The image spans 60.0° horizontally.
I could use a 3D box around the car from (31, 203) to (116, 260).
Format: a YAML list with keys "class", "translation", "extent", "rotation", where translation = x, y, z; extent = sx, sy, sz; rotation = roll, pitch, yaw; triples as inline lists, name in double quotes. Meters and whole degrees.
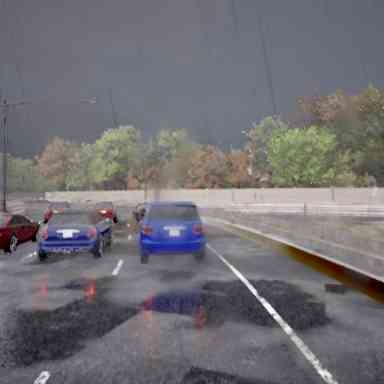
- class: "car"
  translation: [-4.463, 1.488, 13.367]
  extent: [2.097, 1.767, 4.553]
  rotation: [0, -1, -7]

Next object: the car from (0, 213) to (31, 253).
- class: "car"
  translation: [-8.115, 1.636, 14.313]
  extent: [1.882, 1.535, 5.008]
  rotation: [0, 0, -8]

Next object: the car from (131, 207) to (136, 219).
- class: "car"
  translation: [-4.240, 1.789, 29.671]
  extent: [1.837, 1.490, 4.892]
  rotation: [0, 0, -16]

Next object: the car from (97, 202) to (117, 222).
- class: "car"
  translation: [-7.620, 1.638, 28.767]
  extent: [2.097, 1.767, 4.553]
  rotation: [0, -1, -16]

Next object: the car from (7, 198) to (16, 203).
- class: "car"
  translation: [-46.177, 2.257, 81.912]
  extent: [4.892, 1.490, 1.837]
  rotation: [-1, -1, 37]

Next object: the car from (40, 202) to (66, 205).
- class: "car"
  translation: [-11.026, 1.643, 27.968]
  extent: [2.097, 1.767, 4.553]
  rotation: [0, -1, -15]

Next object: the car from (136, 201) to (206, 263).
- class: "car"
  translation: [-0.844, 1.342, 12.687]
  extent: [2.150, 2.045, 5.566]
  rotation: [0, 0, -7]

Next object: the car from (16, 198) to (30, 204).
- class: "car"
  translation: [-43.968, 2.325, 84.627]
  extent: [4.181, 1.385, 1.994]
  rotation: [-1, -1, 37]
